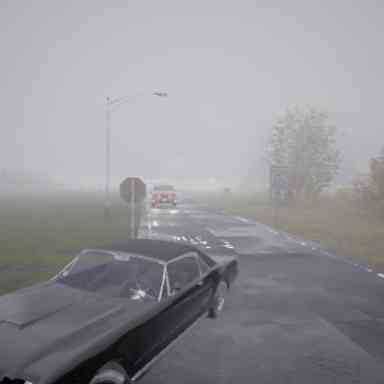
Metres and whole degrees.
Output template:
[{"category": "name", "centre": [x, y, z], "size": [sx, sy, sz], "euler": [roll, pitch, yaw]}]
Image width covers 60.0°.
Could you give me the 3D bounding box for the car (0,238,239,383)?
[{"category": "car", "centre": [-0.910, 1.439, 4.627], "size": [1.895, 1.301, 4.718], "euler": [2, 2, 25]}]

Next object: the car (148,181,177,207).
[{"category": "car", "centre": [-2.652, 0.218, 30.385], "size": [2.150, 2.045, 5.566], "euler": [0, 2, -8]}]

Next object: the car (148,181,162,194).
[{"category": "car", "centre": [-6.263, -0.812, 56.255], "size": [2.150, 2.045, 5.566], "euler": [0, 2, -8]}]
